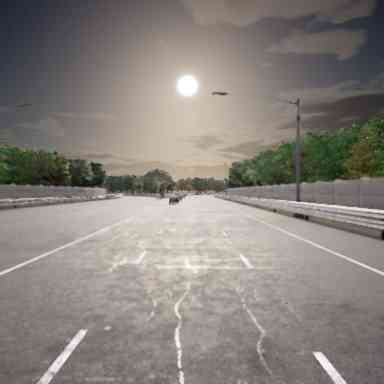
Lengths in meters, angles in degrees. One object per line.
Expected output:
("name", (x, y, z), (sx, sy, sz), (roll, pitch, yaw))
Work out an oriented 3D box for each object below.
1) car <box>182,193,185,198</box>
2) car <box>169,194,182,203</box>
("car", (-3.525, 1.256, 85.578), (2.097, 1.767, 4.553), (0, 0, 0))
("car", (-3.520, 1.407, 66.904), (1.882, 1.535, 5.008), (0, 0, 0))
